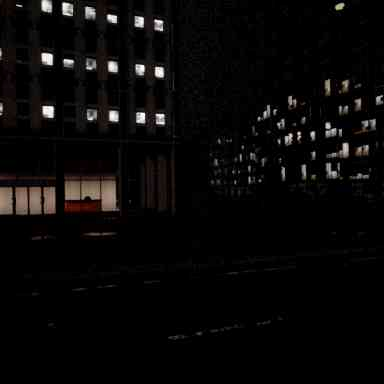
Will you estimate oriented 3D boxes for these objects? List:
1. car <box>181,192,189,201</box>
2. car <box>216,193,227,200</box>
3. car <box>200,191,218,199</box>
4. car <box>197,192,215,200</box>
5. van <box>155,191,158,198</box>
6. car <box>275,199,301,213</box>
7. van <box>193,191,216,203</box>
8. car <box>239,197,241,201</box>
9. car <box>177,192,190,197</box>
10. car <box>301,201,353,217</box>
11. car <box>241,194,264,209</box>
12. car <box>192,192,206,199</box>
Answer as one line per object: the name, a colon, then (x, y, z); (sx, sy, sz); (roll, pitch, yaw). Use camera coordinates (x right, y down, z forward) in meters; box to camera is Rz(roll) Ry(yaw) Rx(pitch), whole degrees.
car: (-2.035, 1.056, 66.634); (2.008, 1.369, 4.403); (0, 1, -21)
car: (5.787, 0.954, 69.639); (1.802, 1.307, 4.206); (0, 1, -21)
car: (3.748, 0.634, 74.941); (2.192, 1.841, 5.009); (0, 1, -21)
car: (2.919, 0.879, 69.861); (1.882, 1.535, 5.008); (-1, 1, -21)
van: (-8.152, 0.687, 82.548); (1.690, 1.788, 3.998); (0, 1, -21)
car: (10.093, 1.399, 34.765); (1.802, 1.307, 4.206); (0, 1, -21)
van: (2.042, 0.952, 56.021); (1.690, 1.788, 3.998); (0, 1, -21)
car: (9.865, 1.060, 59.028); (1.802, 1.307, 4.206); (0, 1, -21)
car: (-2.368, 0.710, 90.859); (2.008, 1.369, 4.403); (0, 1, -21)
car: (12.115, 1.434, 29.451); (1.947, 1.339, 4.313); (0, 1, -21)
car: (8.108, 1.332, 40.090); (1.947, 1.339, 4.313); (0, 1, -21)
car: (1.709, 0.706, 80.248); (1.967, 1.590, 4.097); (0, 1, -21)
